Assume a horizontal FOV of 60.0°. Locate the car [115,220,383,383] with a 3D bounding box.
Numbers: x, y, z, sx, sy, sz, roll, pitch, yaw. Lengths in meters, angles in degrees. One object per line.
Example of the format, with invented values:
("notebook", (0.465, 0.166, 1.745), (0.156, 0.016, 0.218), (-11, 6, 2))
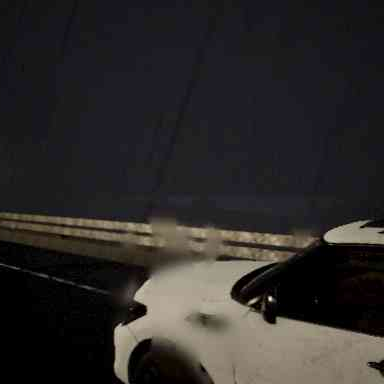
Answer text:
("car", (1.850, 1.222, 2.679), (5.566, 2.045, 2.150), (0, 0, 35))
